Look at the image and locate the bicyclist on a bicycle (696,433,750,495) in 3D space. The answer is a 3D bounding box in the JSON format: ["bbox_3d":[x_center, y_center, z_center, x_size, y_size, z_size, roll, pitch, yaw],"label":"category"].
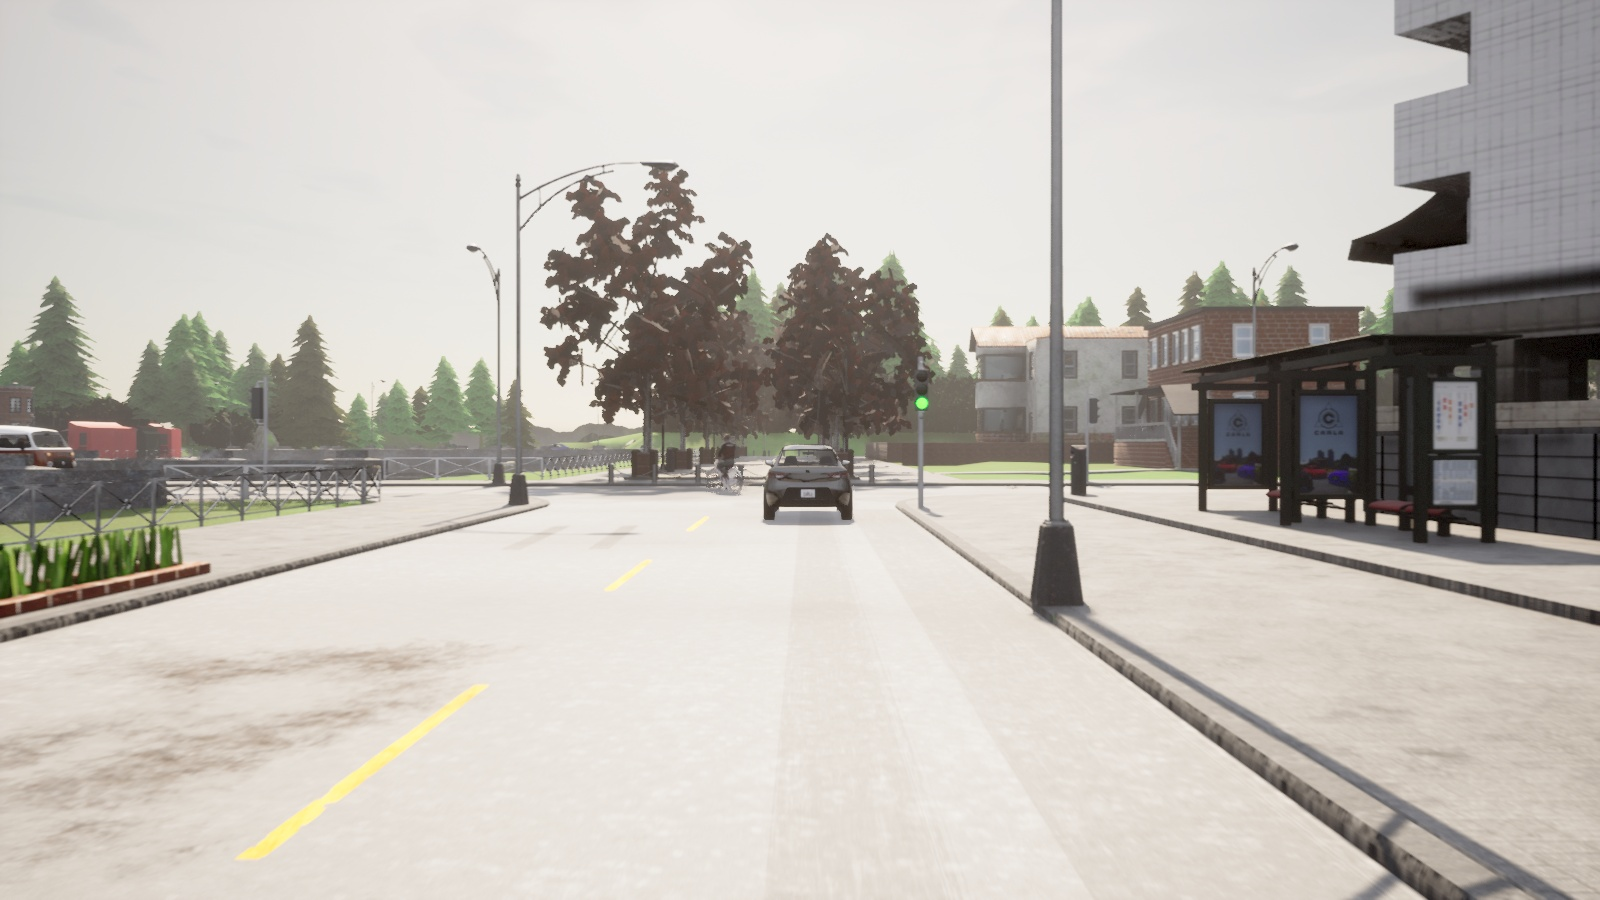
[{"bbox_3d":[-2.302,0.405,37.321,0.659,1.776,1.843,-2,2,-37],"label":"bicyclist on a bicycle"}]

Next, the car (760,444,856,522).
[{"bbox_3d":[0.164,0.615,25.852,1.816,1.474,4.193,0,0,0],"label":"car"}]

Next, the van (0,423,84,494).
[{"bbox_3d":[-23.959,0.242,37.044,4.480,2.038,2.069,0,0,0],"label":"van"}]
